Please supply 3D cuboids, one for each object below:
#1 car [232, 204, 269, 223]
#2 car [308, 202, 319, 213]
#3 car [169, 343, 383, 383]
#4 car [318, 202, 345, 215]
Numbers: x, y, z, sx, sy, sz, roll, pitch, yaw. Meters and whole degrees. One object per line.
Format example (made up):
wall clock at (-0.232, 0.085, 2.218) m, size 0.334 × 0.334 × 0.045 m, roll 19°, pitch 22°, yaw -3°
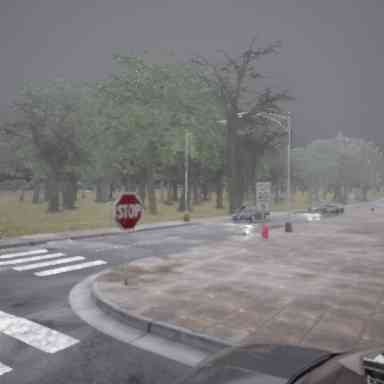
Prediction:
car at (5.291, 1.893, 29.595) m, size 1.837 × 1.490 × 4.892 m, roll 1°, pitch 0°, yaw 36°
car at (17.842, 2.189, 47.011) m, size 2.128 × 1.511 × 4.902 m, roll 1°, pitch -1°, yaw 36°
car at (1.638, 1.546, 1.620) m, size 4.403 × 1.369 × 2.008 m, roll -1°, pitch 1°, yaw 36°
car at (18.224, 2.163, 42.637) m, size 2.128 × 1.511 × 4.902 m, roll 1°, pitch 0°, yaw 36°
